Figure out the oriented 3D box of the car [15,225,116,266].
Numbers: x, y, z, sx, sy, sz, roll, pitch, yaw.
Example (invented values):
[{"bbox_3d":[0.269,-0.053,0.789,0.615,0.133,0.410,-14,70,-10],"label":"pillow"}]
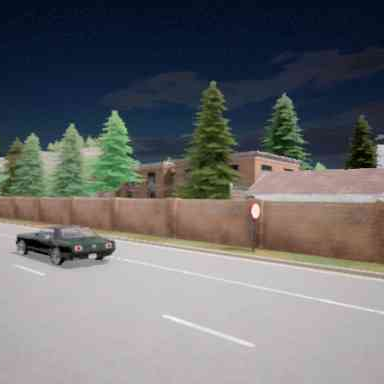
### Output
[{"bbox_3d":[-5.139,1.962,13.098,4.718,1.301,1.895,0,-3,41],"label":"car"}]
